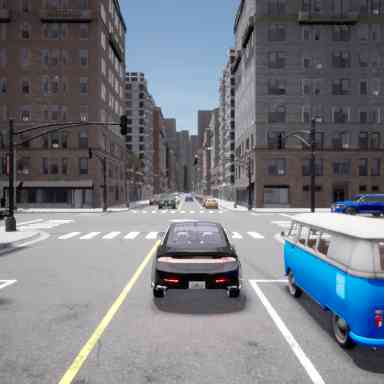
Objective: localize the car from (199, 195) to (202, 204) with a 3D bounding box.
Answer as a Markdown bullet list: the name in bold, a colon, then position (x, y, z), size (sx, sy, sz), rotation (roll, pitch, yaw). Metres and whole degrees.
- **car**: position (2.581, 1.429, 50.700), size (1.967, 1.590, 4.097), rotation (0, 0, -1)

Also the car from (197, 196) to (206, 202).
- **car**: position (2.207, 1.547, 78.328), size (1.802, 1.307, 4.206), rotation (0, 0, -1)

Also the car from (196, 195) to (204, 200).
- **car**: position (2.057, 1.502, 89.379), size (2.008, 1.369, 4.403), rotation (0, 0, -1)

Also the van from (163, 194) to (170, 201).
- **van**: position (-6.391, 1.300, 83.737), size (1.690, 1.788, 3.998), rotation (0, 0, -1)

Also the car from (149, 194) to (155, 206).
- **car**: position (-6.019, 1.300, 56.111), size (2.192, 1.841, 5.009), rotation (0, 0, -1)

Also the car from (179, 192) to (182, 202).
- **car**: position (-3.469, 1.202, 59.153), size (2.150, 2.045, 5.566), rotation (0, 0, -1)

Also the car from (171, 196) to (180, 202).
- **car**: position (-3.598, 1.565, 74.421), size (1.895, 1.301, 4.718), rotation (0, 0, -1)

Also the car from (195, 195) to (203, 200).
- **car**: position (1.982, 1.495, 94.904), size (2.008, 1.369, 4.403), rotation (0, 0, -1)

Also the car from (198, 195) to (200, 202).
- **car**: position (2.506, 1.536, 56.226), size (2.008, 1.369, 4.403), rotation (0, 0, -1)

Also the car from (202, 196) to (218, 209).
- **car**: position (2.654, 1.516, 45.345), size (1.752, 1.417, 4.829), rotation (0, 0, -1)

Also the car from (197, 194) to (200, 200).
- **car**: position (2.431, 1.547, 61.752), size (1.947, 1.339, 4.313), rotation (0, 0, -1)

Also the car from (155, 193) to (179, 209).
- **car**: position (-3.292, 1.213, 44.639), size (2.150, 2.045, 5.566), rotation (0, 0, -1)

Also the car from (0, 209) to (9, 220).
- **car**: position (-16.570, 1.580, 25.560), size (4.718, 1.301, 1.895), rotation (0, 0, -1)

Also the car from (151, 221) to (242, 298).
- **car**: position (0.093, 1.491, 8.517), size (2.128, 1.511, 4.902), rotation (0, 0, 0)

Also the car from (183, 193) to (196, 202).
- **car**: position (-0.615, 1.493, 76.044), size (1.812, 1.442, 4.674), rotation (0, 0, -1)

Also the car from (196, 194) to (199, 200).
- **car**: position (2.356, 1.521, 67.278), size (1.887, 1.381, 4.507), rotation (0, 0, -1)

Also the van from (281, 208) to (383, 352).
- **van**: position (2.855, 1.341, 5.986), size (1.690, 1.788, 3.998), rotation (0, 0, 0)

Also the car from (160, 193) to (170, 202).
- **car**: position (-6.318, 1.281, 78.213), size (2.192, 1.841, 5.009), rotation (0, 0, -1)

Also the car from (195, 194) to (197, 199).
- **car**: position (2.282, 1.522, 72.802), size (2.008, 1.369, 4.403), rotation (0, 0, -1)

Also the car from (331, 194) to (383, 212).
- **car**: position (15.290, 1.213, 29.378), size (5.566, 2.045, 2.150), rotation (0, 0, -1)
